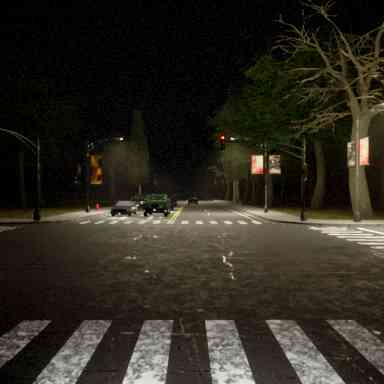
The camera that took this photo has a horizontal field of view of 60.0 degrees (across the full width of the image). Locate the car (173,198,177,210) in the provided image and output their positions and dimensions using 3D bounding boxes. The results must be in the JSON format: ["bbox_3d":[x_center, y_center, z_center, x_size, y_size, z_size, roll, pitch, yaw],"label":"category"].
[{"bbox_3d":[-3.262,1.608,41.496,1.994,1.385,4.181,0,0,1],"label":"car"}]

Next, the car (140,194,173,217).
[{"bbox_3d":[-3.289,1.240,32.085,2.150,2.045,5.566,0,0,0],"label":"car"}]

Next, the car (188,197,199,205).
[{"bbox_3d":[0.221,1.673,62.231,2.128,1.511,4.902,0,0,0],"label":"car"}]

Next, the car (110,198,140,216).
[{"bbox_3d":[-6.538,1.567,32.631,2.033,1.411,5.357,0,0,0],"label":"car"}]

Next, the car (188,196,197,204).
[{"bbox_3d":[0.190,1.739,72.598,1.882,1.535,5.008,0,0,0],"label":"car"}]

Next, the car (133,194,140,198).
[{"bbox_3d":[-6.518,1.271,42.816,2.150,2.045,5.566,0,0,0],"label":"car"}]
